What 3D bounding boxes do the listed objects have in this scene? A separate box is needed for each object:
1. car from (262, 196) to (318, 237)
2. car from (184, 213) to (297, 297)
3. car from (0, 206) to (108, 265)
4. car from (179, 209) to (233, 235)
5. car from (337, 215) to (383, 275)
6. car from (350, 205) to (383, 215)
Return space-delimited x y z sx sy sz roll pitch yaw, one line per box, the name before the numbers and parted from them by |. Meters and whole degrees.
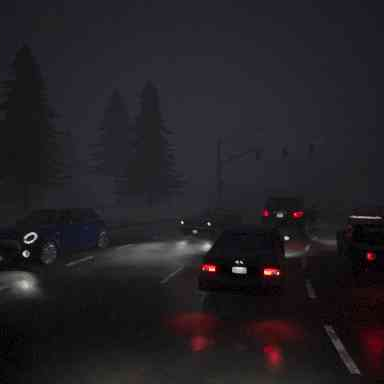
car | 5.488 1.221 18.264 2.150 2.045 5.566 0 0 28
car | 1.548 1.547 8.817 2.033 1.411 5.357 0 0 15
car | -4.959 1.351 11.850 2.097 1.767 4.553 0 0 18
car | 1.136 1.601 18.051 1.895 1.301 4.718 0 0 27
car | 5.596 1.601 10.086 1.895 1.301 4.718 0 0 17
car | 10.099 1.492 18.745 2.128 1.511 4.902 0 0 35
